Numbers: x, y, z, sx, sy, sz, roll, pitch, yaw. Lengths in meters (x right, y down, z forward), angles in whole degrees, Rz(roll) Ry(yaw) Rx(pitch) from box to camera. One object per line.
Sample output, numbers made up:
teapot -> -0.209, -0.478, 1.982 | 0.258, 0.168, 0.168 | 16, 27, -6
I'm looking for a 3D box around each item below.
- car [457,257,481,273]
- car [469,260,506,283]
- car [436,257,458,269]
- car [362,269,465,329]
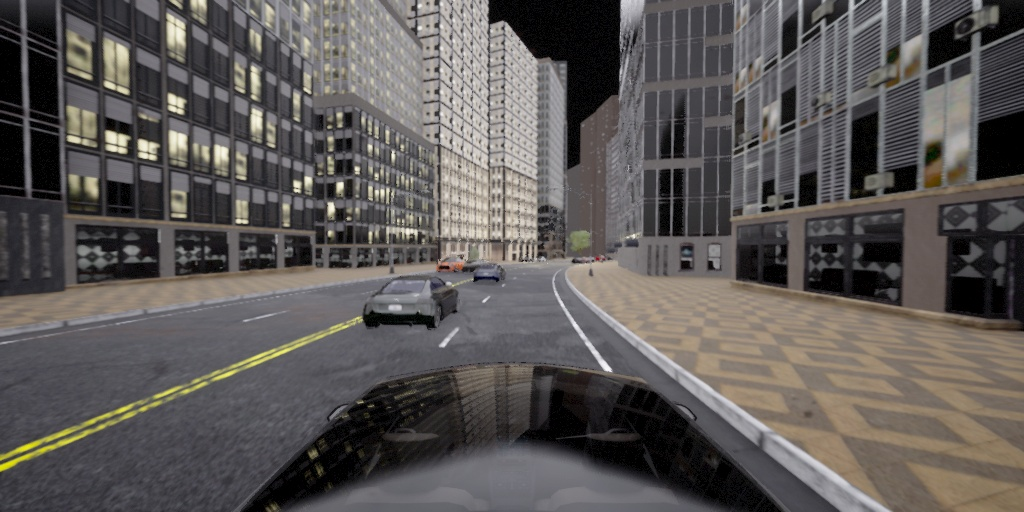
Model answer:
car -> -3.761, 1.068, 37.109 | 1.882, 1.535, 5.008 | 0, 0, 9
car -> -1.622, 1.208, 27.101 | 1.994, 1.385, 4.181 | 0, 0, 6
car -> -6.685, 0.916, 39.357 | 2.097, 1.767, 4.553 | 0, 0, 9
car -> -2.873, 1.266, 11.048 | 1.994, 1.385, 4.181 | 0, 0, 2
